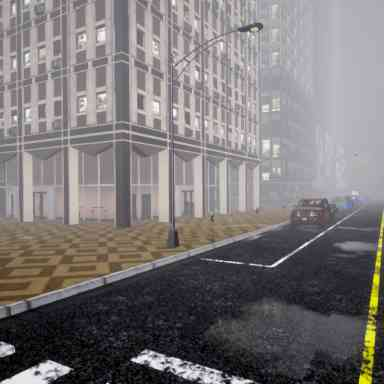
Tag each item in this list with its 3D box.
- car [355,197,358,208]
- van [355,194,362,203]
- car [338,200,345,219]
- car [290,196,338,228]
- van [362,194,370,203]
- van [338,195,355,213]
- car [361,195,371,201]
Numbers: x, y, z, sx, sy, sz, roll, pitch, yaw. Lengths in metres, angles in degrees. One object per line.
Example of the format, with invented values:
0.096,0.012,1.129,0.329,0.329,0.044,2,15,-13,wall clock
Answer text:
19.344,1.570,41.426,1.802,1.307,4.206,-1,0,30,car
22.136,1.327,46.220,1.690,1.788,3.998,-1,0,30,van
10.917,1.562,27.074,1.947,1.339,4.313,-1,0,30,car
8.080,1.314,22.308,2.192,1.841,5.009,-1,0,30,car
36.112,1.313,70.181,1.690,1.788,3.998,-1,0,30,van
16.546,1.332,36.635,1.690,1.788,3.998,-1,0,30,van
41.705,1.511,79.765,1.887,1.381,4.507,-1,0,30,car
